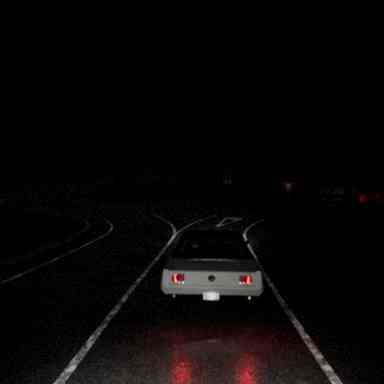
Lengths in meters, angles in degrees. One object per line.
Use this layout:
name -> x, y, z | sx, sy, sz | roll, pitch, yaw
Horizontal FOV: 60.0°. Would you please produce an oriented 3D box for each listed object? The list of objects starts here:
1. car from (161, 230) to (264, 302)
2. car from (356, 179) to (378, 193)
car -> 0.489, 1.582, 8.221 | 1.895, 1.301, 4.718 | 0, 0, 3
car -> 20.091, -0.760, 38.254 | 1.812, 1.442, 4.674 | 2, 6, 21
